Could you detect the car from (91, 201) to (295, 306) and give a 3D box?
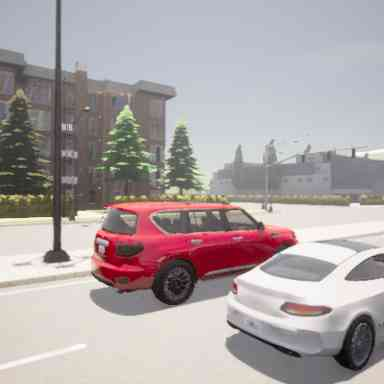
[{"bbox_3d":[0.354,1.257,8.325,5.566,2.045,2.150,0,0,-35],"label":"car"}]

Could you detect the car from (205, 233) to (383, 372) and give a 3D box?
[{"bbox_3d":[2.674,1.560,5.679,4.674,1.442,1.812,0,0,-35],"label":"car"}]
